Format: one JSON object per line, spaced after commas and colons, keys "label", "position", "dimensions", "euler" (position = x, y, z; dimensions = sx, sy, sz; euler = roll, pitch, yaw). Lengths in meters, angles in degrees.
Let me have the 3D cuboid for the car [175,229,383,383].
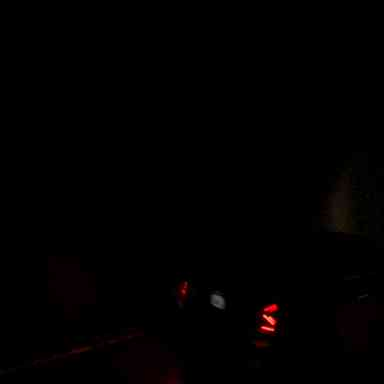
{"label": "car", "position": [2.056, 1.390, 5.365], "dimensions": [4.553, 1.767, 2.097], "euler": [0, 0, -35]}
